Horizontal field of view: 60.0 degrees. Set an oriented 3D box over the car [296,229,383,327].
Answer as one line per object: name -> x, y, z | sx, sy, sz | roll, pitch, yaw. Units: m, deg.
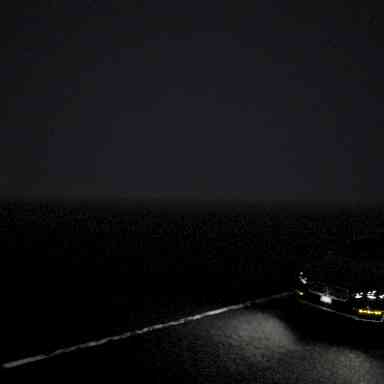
car -> 4.234, 1.580, 7.007 | 4.892, 1.490, 1.837 | 1, 0, -35
